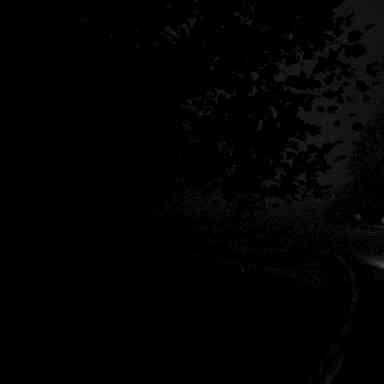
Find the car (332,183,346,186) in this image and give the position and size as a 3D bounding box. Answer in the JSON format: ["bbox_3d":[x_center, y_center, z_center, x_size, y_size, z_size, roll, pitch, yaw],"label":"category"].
[{"bbox_3d":[28.414,-0.348,63.428,1.812,1.442,4.674,0,3,40],"label":"car"}]

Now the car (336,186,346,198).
[{"bbox_3d":[24.867,0.227,54.014,2.033,1.411,5.357,0,3,40],"label":"car"}]

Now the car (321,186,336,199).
[{"bbox_3d":[21.742,0.254,55.221,1.837,1.490,4.892,0,3,39],"label":"car"}]

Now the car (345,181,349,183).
[{"bbox_3d":[34.855,-0.983,71.056,1.882,1.535,5.008,0,3,40],"label":"car"}]
